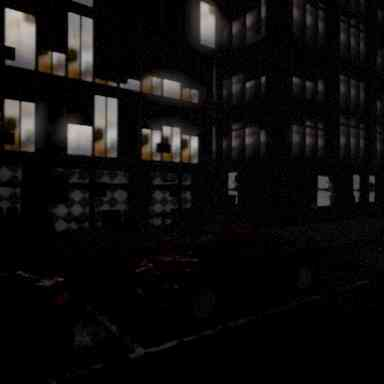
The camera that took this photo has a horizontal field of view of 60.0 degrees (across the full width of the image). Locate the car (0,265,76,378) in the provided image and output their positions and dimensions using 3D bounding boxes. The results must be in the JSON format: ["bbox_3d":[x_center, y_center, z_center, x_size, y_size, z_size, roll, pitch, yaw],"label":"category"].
[{"bbox_3d":[-3.598,1.588,3.981,4.206,1.307,1.802,-1,1,-35],"label":"car"}]

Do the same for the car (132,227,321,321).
[{"bbox_3d":[0.918,1.509,7.200,4.507,1.381,1.887,-1,1,-35],"label":"car"}]
